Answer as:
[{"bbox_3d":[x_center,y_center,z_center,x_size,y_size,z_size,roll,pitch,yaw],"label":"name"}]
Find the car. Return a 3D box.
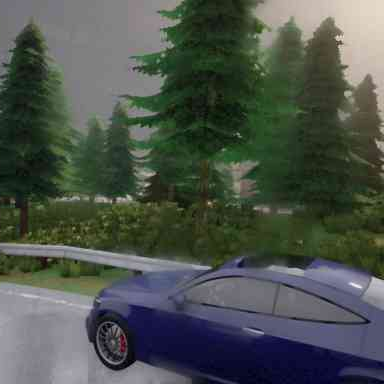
[{"bbox_3d":[0.796,1.499,4.072,4.674,1.442,1.812,1,1,31],"label":"car"}]
